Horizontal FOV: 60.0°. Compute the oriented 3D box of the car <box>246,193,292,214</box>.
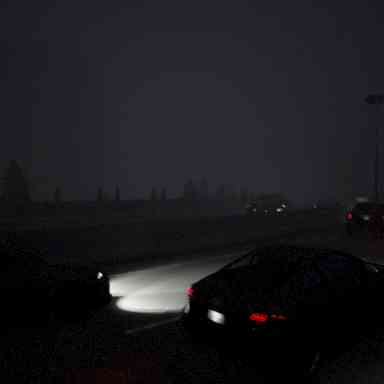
[{"bbox_3d":[7.051,1.159,30.521,2.150,2.045,5.566,0,0,38],"label":"car"}]

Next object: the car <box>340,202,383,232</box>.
[{"bbox_3d":[9.904,1.286,17.615,2.097,1.767,4.553,0,0,44],"label":"car"}]

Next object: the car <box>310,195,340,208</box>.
[{"bbox_3d":[13.838,1.376,33.823,1.882,1.535,5.008,0,0,34],"label":"car"}]

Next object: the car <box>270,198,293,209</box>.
[{"bbox_3d":[11.812,1.464,43.720,1.994,1.385,4.181,0,0,30],"label":"car"}]

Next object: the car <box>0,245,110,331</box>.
[{"bbox_3d":[-3.578,1.578,5.694,4.181,1.385,1.994,0,0,-36],"label":"car"}]

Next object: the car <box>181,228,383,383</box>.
[{"bbox_3d":[1.885,1.550,5.474,4.181,1.385,1.994,0,0,-38],"label":"car"}]

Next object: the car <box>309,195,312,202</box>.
[{"bbox_3d":[25.002,1.339,67.775,2.033,1.411,5.357,0,0,14],"label":"car"}]
